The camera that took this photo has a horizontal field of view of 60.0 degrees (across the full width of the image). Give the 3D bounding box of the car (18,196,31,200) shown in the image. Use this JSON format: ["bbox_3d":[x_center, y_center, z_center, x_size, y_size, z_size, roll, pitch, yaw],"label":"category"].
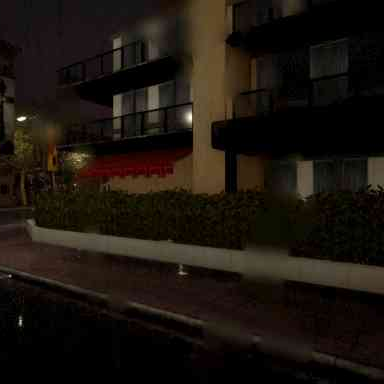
[{"bbox_3d":[-35.664,1.481,67.686,4.892,1.521,2.231,0,0,36],"label":"car"}]
